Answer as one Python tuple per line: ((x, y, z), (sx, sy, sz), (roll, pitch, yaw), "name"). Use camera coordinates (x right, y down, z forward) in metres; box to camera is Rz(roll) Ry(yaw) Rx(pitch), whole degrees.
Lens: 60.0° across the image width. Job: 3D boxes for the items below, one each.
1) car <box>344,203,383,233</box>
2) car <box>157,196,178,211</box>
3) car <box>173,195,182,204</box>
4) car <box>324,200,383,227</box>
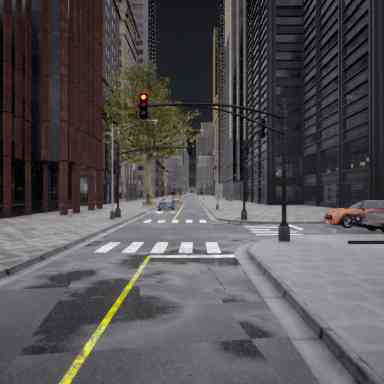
((11.538, 1.491, 18.082), (5.357, 1.411, 2.033), (0, 0, 0), "car")
((-3.069, 1.537, 40.576), (1.812, 1.442, 4.674), (0, 0, 0), "car")
((-2.991, 1.410, 63.551), (2.097, 1.767, 4.553), (0, 0, 1), "car")
((10.860, 1.311, 21.182), (4.553, 1.767, 2.097), (0, 0, 0), "car")
